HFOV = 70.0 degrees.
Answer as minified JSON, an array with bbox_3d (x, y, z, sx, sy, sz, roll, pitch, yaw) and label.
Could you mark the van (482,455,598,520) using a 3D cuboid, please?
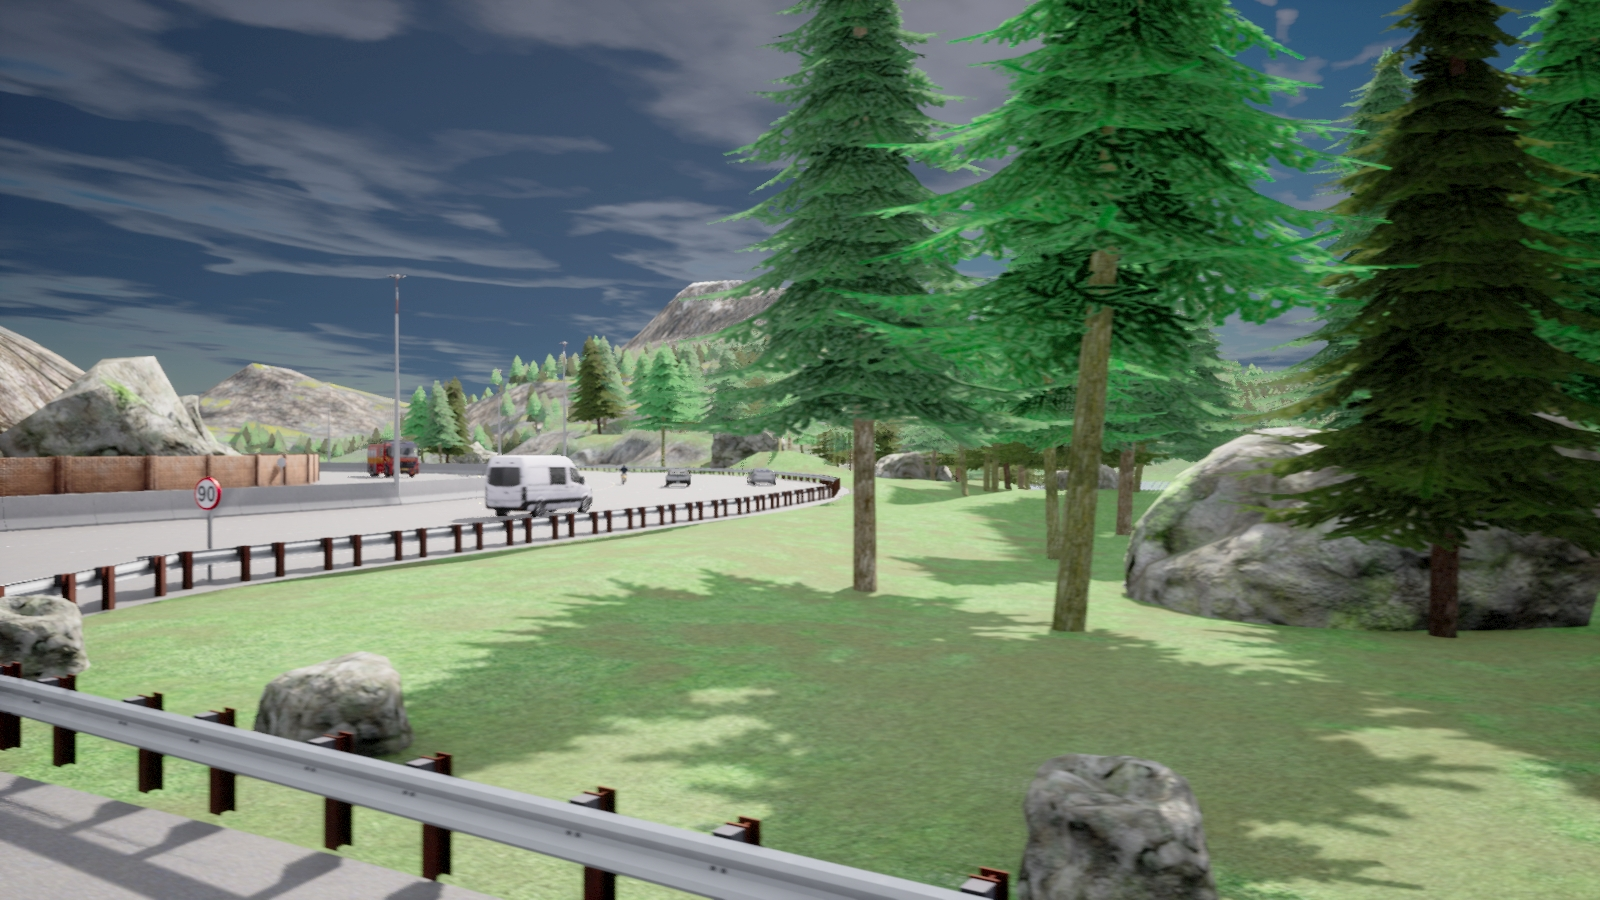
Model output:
[{"bbox_3d":[-11.079,1.522,49.221,1.988,2.561,5.915,0,0,20],"label":"van"}]
